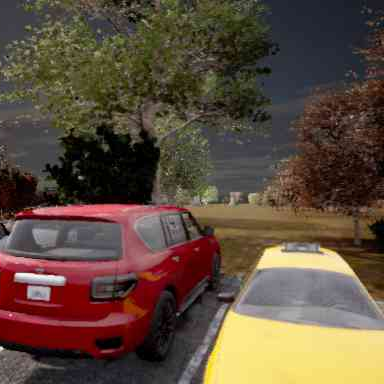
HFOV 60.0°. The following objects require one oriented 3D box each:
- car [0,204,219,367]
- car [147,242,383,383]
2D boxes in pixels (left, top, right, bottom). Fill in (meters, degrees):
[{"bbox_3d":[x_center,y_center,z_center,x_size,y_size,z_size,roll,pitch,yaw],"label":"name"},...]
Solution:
[{"bbox_3d":[-0.947,1.241,6.226,2.435,2.045,5.566,0,-1,16],"label":"car"},{"bbox_3d":[1.413,1.483,4.280,1.946,1.575,5.366,1,-1,16],"label":"car"}]
